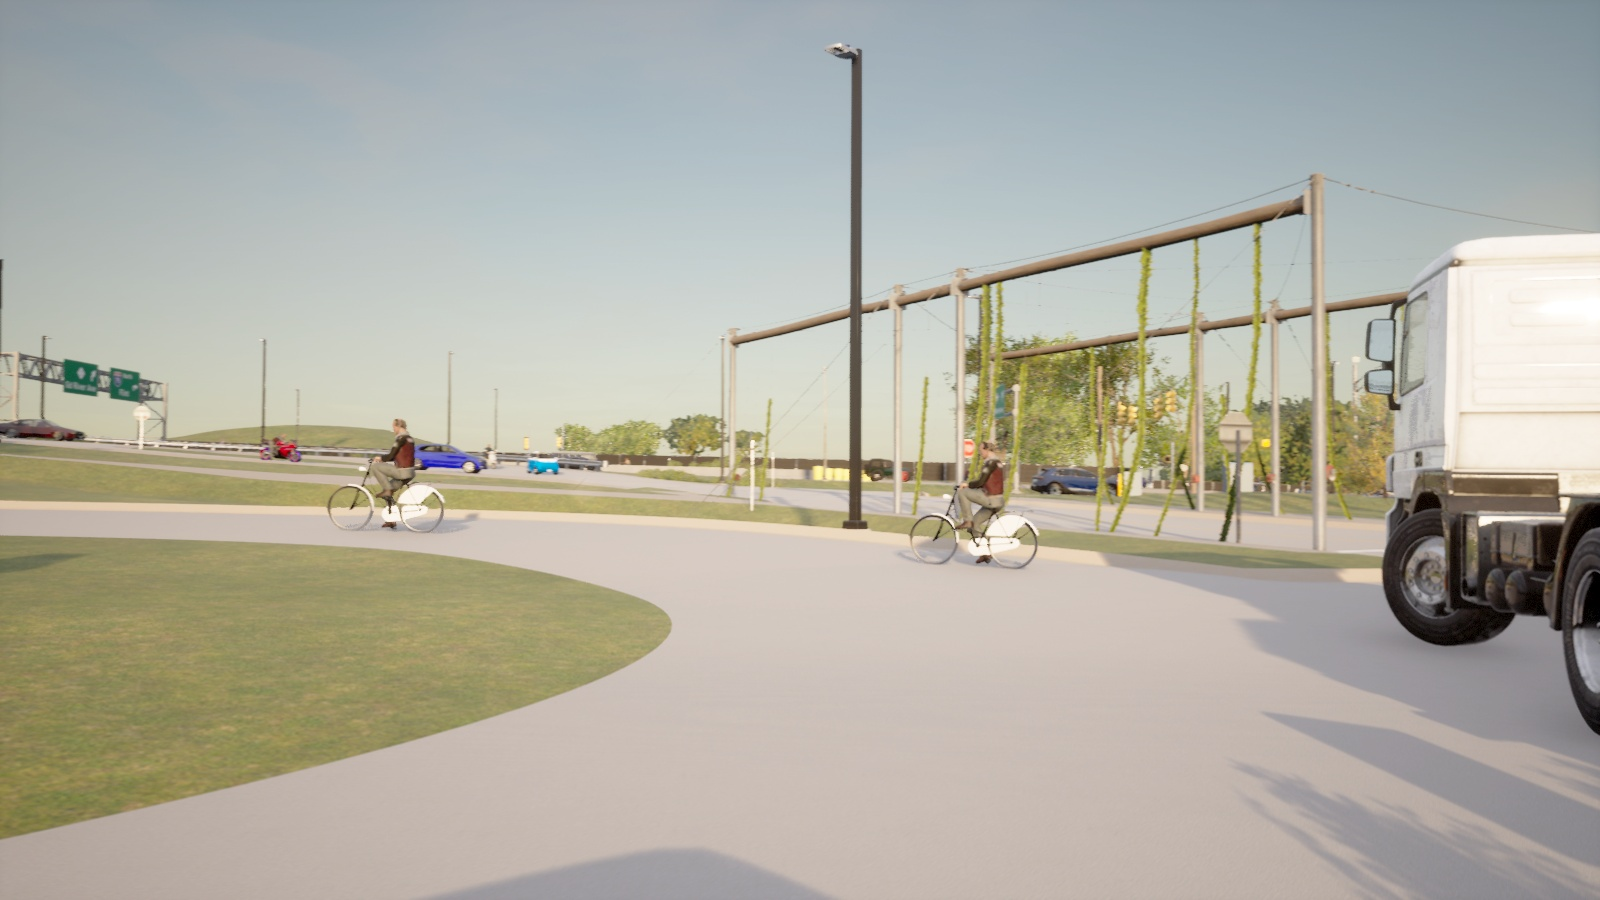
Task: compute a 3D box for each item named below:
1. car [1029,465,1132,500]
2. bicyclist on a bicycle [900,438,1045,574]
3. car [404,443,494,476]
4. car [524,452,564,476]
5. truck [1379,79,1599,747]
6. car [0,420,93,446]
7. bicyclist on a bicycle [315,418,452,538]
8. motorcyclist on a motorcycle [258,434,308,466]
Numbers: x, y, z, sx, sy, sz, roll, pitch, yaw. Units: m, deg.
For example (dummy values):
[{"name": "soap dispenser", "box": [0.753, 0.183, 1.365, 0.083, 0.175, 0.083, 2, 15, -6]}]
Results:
[{"name": "car", "box": [14.730, 1.707, 66.102, 4.856, 1.649, 2.033, 2, -2, -3]}, {"name": "bicyclist on a bicycle", "box": [2.385, 0.749, 17.422, 1.843, 1.776, 0.659, 1, -1, 25]}, {"name": "car", "box": [-18.539, 0.525, 66.515, 4.193, 1.474, 1.816, 3, -2, -3]}, {"name": "car", "box": [-15.036, 0.819, 73.800, 1.481, 1.376, 2.207, 1, 1, -37]}, {"name": "truck", "box": [6.022, -0.152, 7.990, 2.891, 3.462, 7.936, 0, -1, 15]}, {"name": "car", "box": [-51.239, -1.144, 85.132, 5.357, 1.411, 2.033, 3, -2, -7]}, {"name": "bicyclist on a bicycle", "box": [-6.383, 0.422, 19.289, 1.843, 1.776, 0.659, 1, 0, 6]}, {"name": "motorcyclist on a motorcycle", "box": [-27.271, -0.004, 66.279, 2.191, 1.530, 0.866, 4, -2, -1]}]
